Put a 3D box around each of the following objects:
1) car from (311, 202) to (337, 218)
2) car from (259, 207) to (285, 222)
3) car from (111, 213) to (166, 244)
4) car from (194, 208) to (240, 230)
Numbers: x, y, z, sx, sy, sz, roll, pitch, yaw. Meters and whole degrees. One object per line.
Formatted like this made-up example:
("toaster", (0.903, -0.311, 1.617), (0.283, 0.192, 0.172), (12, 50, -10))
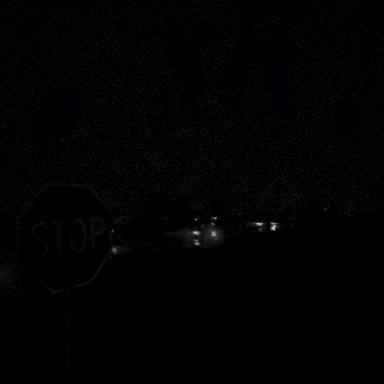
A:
("car", (17.667, 2.402, 44.477), (2.150, 2.045, 5.566), (-2, -3, 35))
("car", (9.119, 2.528, 37.432), (1.837, 1.490, 4.892), (-2, -1, 35))
("car", (-3.574, 2.027, 19.415), (1.882, 1.535, 5.008), (-2, -3, 35))
("car", (2.098, 2.111, 27.485), (2.097, 1.767, 4.553), (-2, -3, 35))
